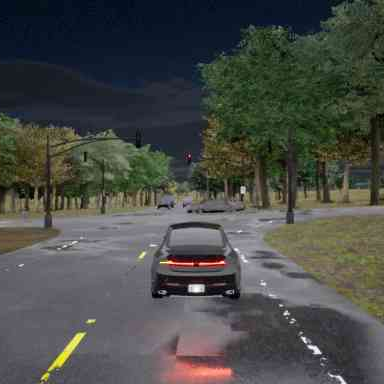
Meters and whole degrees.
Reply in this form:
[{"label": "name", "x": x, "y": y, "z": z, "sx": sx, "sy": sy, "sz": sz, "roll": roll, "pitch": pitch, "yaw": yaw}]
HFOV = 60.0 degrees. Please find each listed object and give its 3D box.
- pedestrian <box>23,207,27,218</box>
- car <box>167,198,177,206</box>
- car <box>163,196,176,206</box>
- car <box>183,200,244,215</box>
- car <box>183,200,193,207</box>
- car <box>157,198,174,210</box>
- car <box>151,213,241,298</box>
[{"label": "pedestrian", "x": -18.115, "y": 2.203, "z": 36.069, "sx": 0.375, "sy": 1.300, "sz": 0.375, "roll": 0, "pitch": 1, "yaw": 2}, {"label": "car", "x": -4.815, "y": 2.393, "z": 80.647, "sx": 2.097, "sy": 1.767, "sz": 4.553, "roll": 0, "pitch": -2, "yaw": -1}, {"label": "car", "x": -4.410, "y": 1.802, "z": 60.090, "sx": 2.150, "sy": 2.045, "sz": 5.566, "roll": 0, "pitch": -1, "yaw": -2}, {"label": "car", "x": 2.192, "y": 1.433, "z": 31.423, "sx": 5.357, "sy": 1.411, "sz": 2.033, "roll": -2, "pitch": -1, "yaw": 2}, {"label": "car", "x": -0.831, "y": 2.257, "z": 64.288, "sx": 1.895, "sy": 1.301, "sz": 4.718, "roll": 0, "pitch": -1, "yaw": -1}, {"label": "car", "x": -4.204, "y": 2.007, "z": 50.223, "sx": 1.895, "sy": 1.301, "sz": 4.718, "roll": 0, "pitch": -1, "yaw": -1}, {"label": "car", "x": 0.083, "y": 1.508, "z": 8.477, "sx": 1.837, "sy": 1.490, "sz": 4.892, "roll": 0, "pitch": 0, "yaw": 0}]
